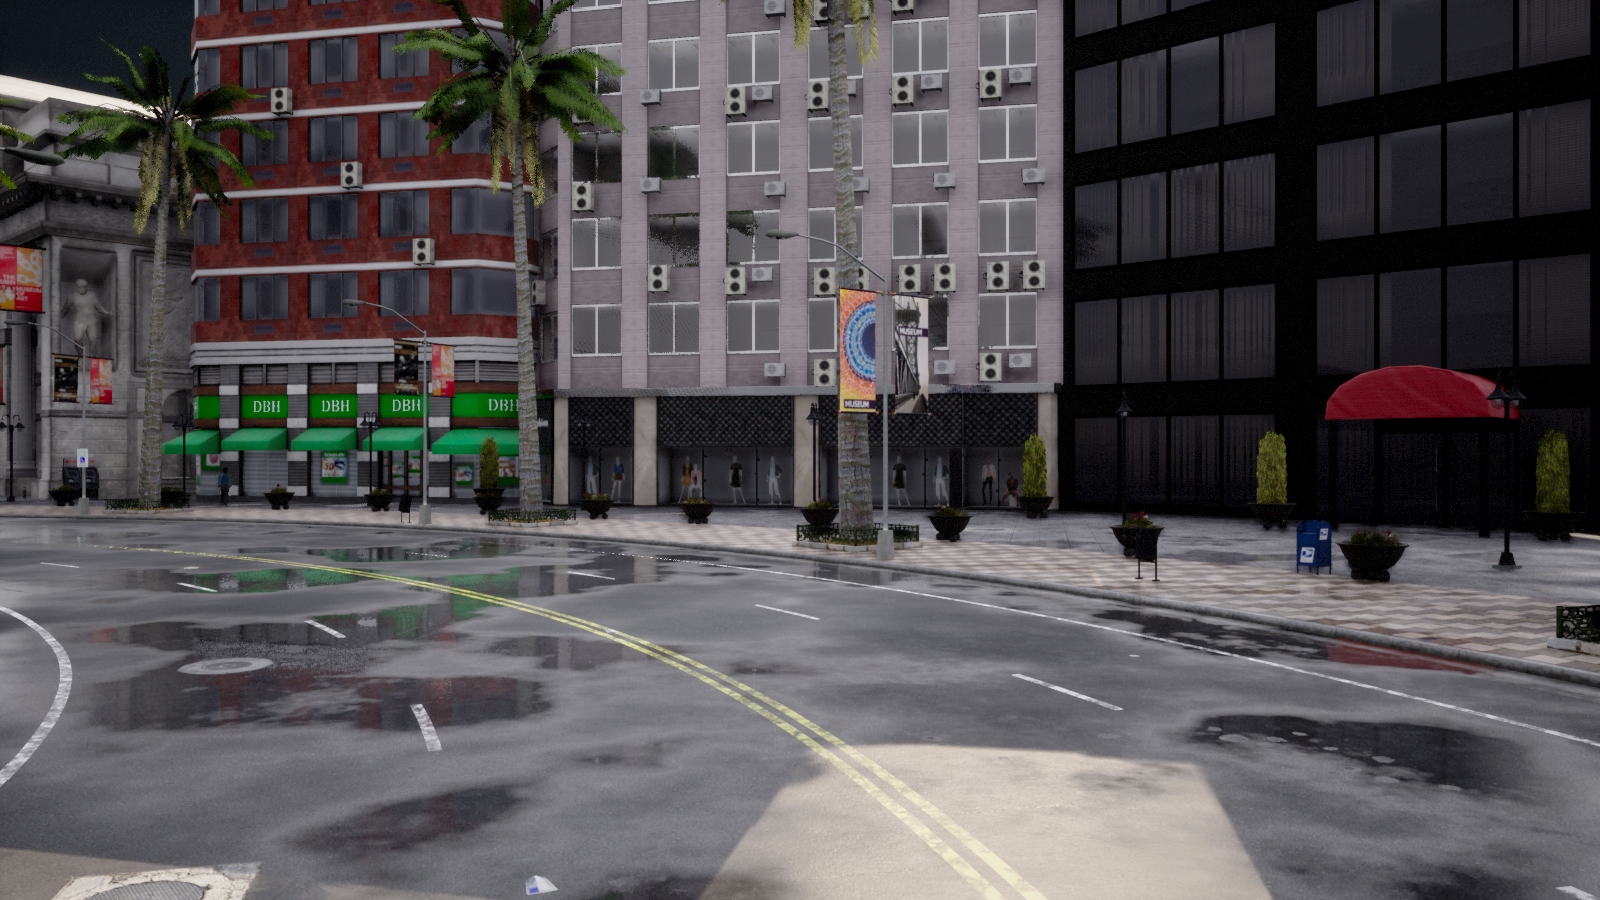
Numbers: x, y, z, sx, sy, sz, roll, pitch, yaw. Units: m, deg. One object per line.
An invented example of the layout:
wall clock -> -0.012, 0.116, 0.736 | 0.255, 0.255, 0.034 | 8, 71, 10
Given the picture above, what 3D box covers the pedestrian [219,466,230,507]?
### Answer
pedestrian -> -26.882, 1.703, 53.353 | 0.375, 1.860, 0.375 | 0, 0, 42
